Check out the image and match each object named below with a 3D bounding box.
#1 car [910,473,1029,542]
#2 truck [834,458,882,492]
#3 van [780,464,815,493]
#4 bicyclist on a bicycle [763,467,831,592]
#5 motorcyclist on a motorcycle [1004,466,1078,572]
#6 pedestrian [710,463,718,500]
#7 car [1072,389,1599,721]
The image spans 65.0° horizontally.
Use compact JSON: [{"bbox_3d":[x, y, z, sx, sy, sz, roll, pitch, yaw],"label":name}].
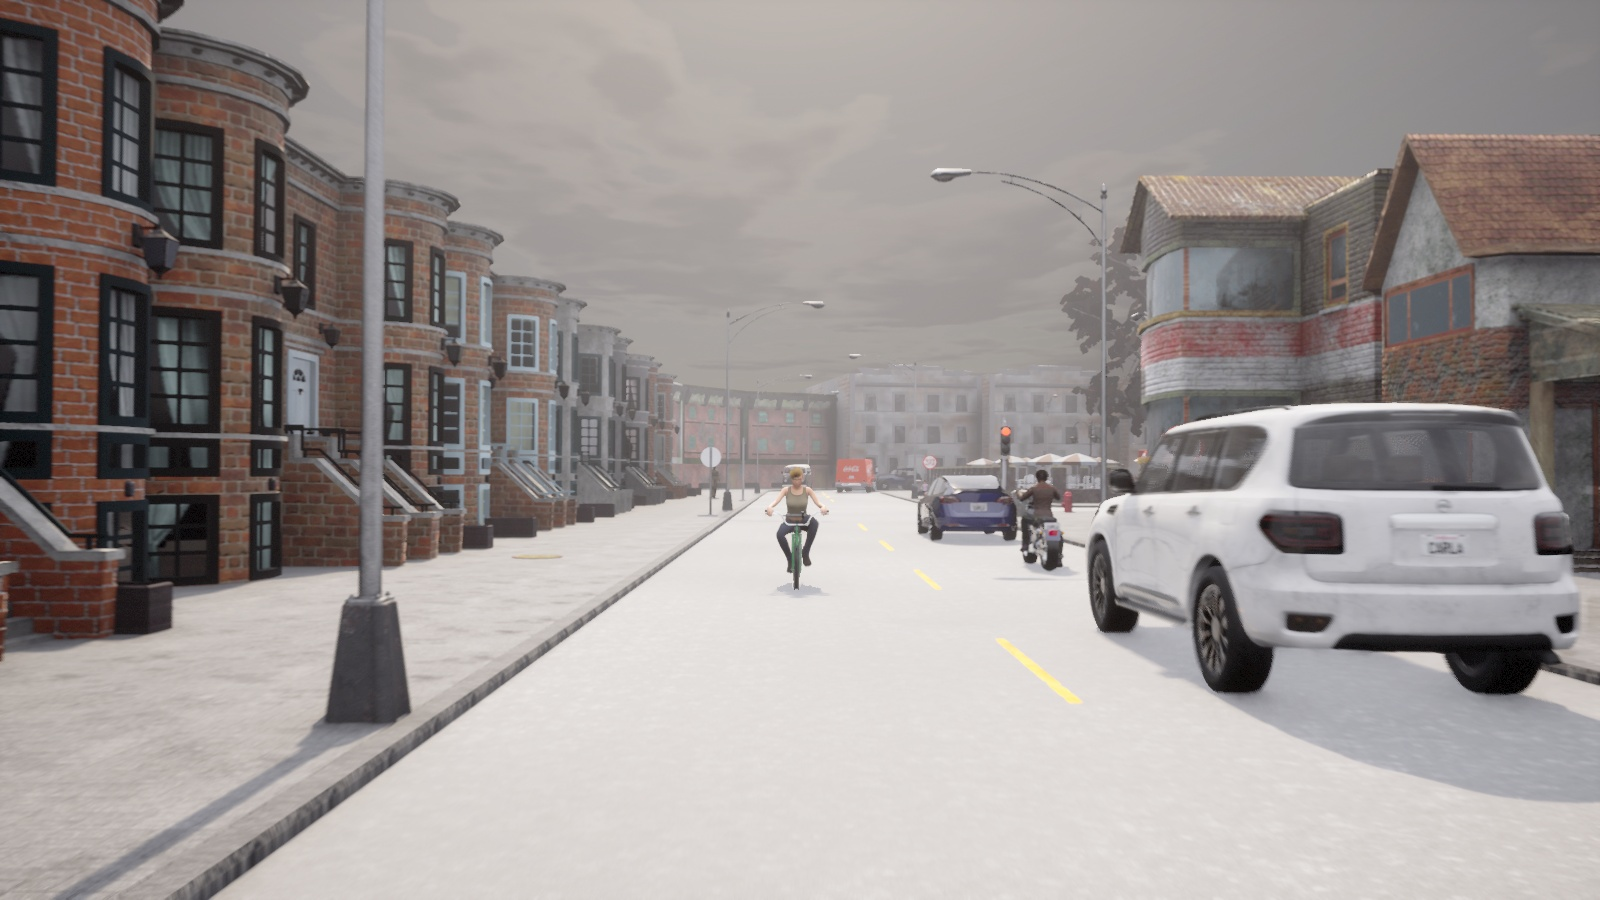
[{"bbox_3d":[3.926,1.300,29.934,2.163,1.488,4.792,0,-1,0],"label":"car"},{"bbox_3d":[4.356,1.884,93.954,2.627,2.467,5.204,-1,-1,13],"label":"truck"},{"bbox_3d":[-0.157,2.064,91.096,2.069,2.038,4.480,-1,-1,6],"label":"van"},{"bbox_3d":[-0.034,1.035,16.946,0.866,1.612,1.509,0,-1,0],"label":"bicyclist on a bicycle"},{"bbox_3d":[3.952,1.097,20.774,0.766,1.649,2.350,0,-1,0],"label":"motorcyclist on a motorcycle"},{"bbox_3d":[-4.487,1.639,65.762,0.396,1.930,0.692,0,-1,-3],"label":"pedestrian"},{"bbox_3d":[3.975,0.694,10.554,2.150,2.045,5.566,0,-1,0],"label":"car"}]
